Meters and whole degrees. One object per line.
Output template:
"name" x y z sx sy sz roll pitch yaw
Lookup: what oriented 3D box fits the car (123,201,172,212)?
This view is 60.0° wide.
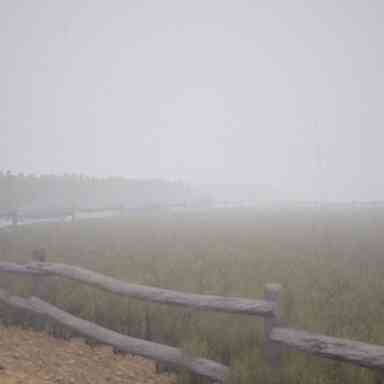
"car" -3.964 1.531 29.949 2.033 1.411 5.357 0 0 36

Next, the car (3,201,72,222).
"car" -11.481 1.472 25.021 2.128 1.511 4.902 0 0 35

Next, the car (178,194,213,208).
"car" 0.522 1.206 41.812 2.150 2.045 5.566 0 0 36
